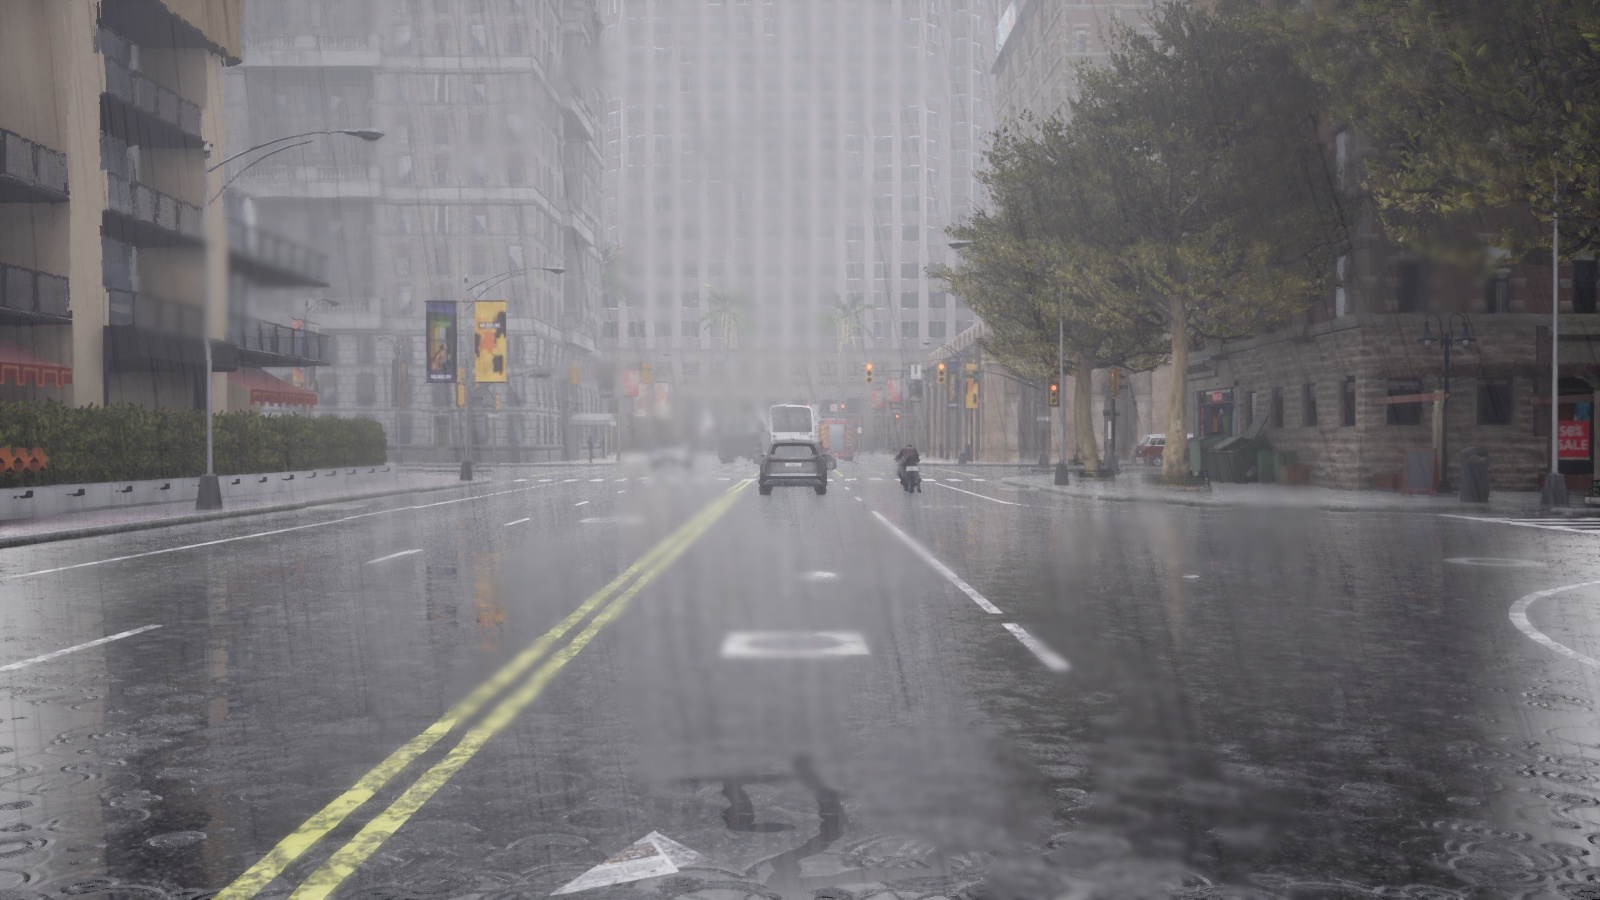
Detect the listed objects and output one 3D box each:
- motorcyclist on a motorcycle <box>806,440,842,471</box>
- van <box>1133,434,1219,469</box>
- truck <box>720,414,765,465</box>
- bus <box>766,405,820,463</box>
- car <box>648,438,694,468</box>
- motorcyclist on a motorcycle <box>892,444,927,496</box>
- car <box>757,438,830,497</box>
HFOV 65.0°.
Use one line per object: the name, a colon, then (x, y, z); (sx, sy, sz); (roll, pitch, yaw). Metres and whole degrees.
motorcyclist on a motorcycle: (1.312, 0.309, 68.941); (0.766, 1.649, 2.350); (1, 0, -33)
van: (22.090, 0.071, 73.871); (4.480, 2.038, 2.069); (0, 0, 1)
truck: (-4.013, -0.740, 89.021); (2.891, 3.462, 7.936); (0, 0, 0)
bus: (-0.563, -1.176, 96.592); (3.944, 4.253, 10.273); (0, 0, 0)
car: (-7.413, 0.174, 72.716); (2.242, 1.667, 4.611); (0, 0, 0)
motorcyclist on a motorcycle: (3.298, 0.569, 38.045); (0.866, 1.530, 2.191); (0, 0, 0)
car: (-0.196, 0.465, 37.376); (2.033, 1.649, 4.856); (0, 0, 0)
